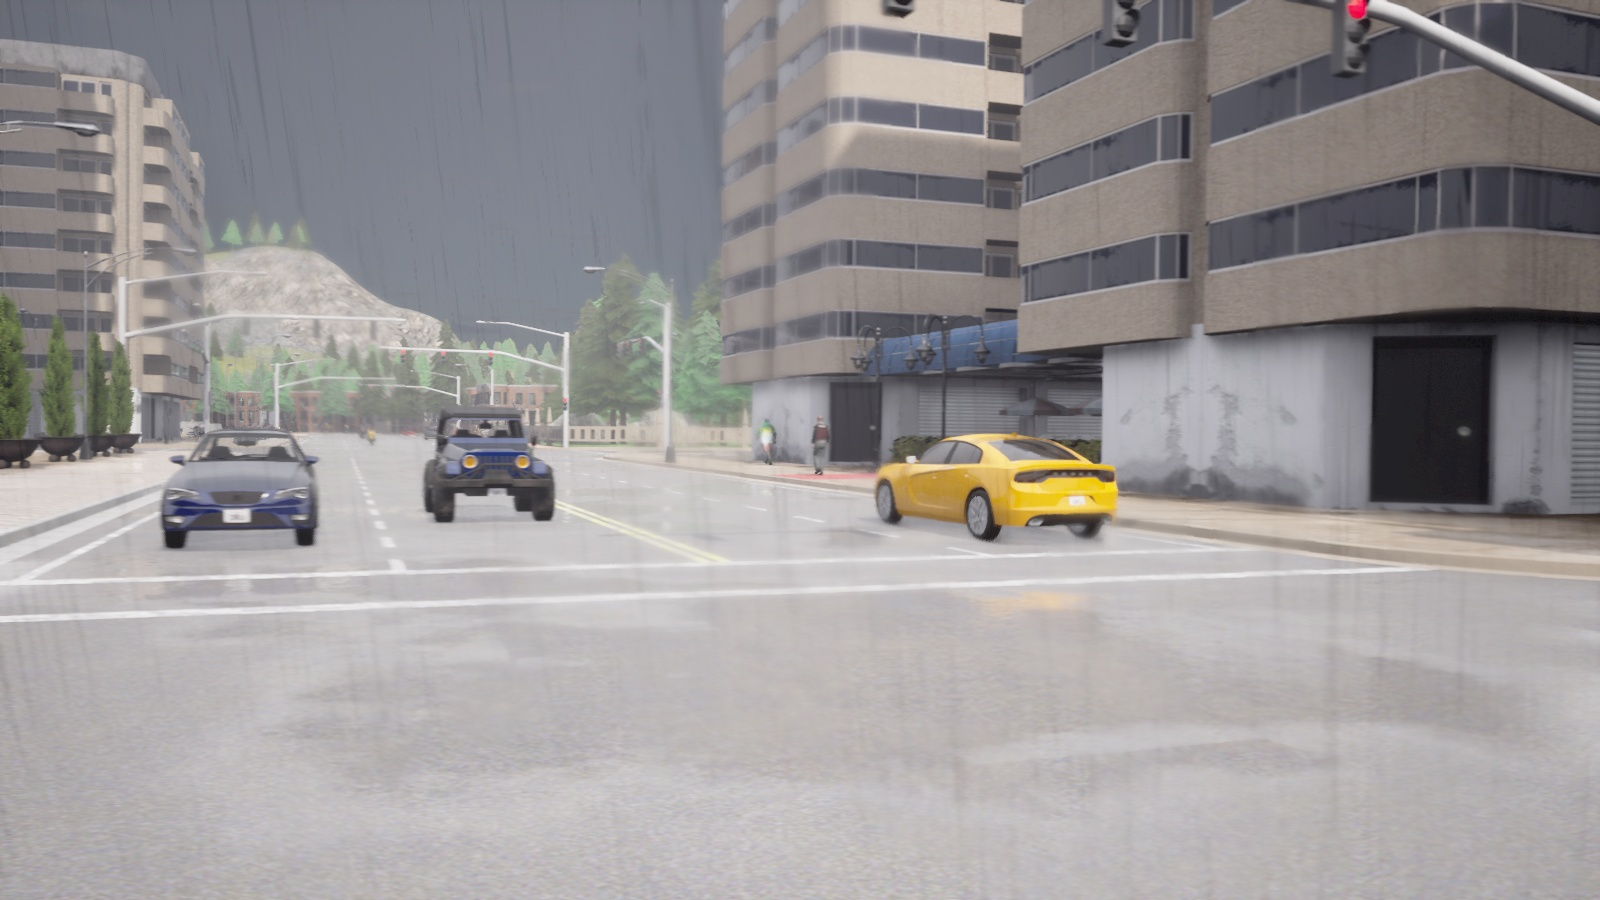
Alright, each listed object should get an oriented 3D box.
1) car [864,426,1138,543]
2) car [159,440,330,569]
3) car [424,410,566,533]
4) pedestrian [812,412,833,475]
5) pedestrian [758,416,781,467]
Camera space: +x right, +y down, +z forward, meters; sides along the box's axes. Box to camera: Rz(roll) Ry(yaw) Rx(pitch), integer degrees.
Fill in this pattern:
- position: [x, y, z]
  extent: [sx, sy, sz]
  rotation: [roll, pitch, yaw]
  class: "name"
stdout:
- position: [2.904, 0.428, 19.441]
  extent: [1.882, 1.535, 5.008]
  rotation: [-1, 1, -22]
  class: "car"
- position: [-7.357, 0.615, 16.978]
  extent: [1.816, 1.474, 4.193]
  rotation: [-1, 1, -20]
  class: "car"
- position: [-5.304, 0.301, 21.519]
  extent: [1.905, 1.878, 3.866]
  rotation: [-1, 1, -20]
  class: "car"
- position: [0.654, -0.189, 37.387]
  extent: [0.376, 1.854, 0.720]
  rotation: [-1, 1, -20]
  class: "pedestrian"
- position: [-1.197, -0.328, 48.996]
  extent: [0.659, 1.952, 0.873]
  rotation: [-1, 1, -18]
  class: "pedestrian"
